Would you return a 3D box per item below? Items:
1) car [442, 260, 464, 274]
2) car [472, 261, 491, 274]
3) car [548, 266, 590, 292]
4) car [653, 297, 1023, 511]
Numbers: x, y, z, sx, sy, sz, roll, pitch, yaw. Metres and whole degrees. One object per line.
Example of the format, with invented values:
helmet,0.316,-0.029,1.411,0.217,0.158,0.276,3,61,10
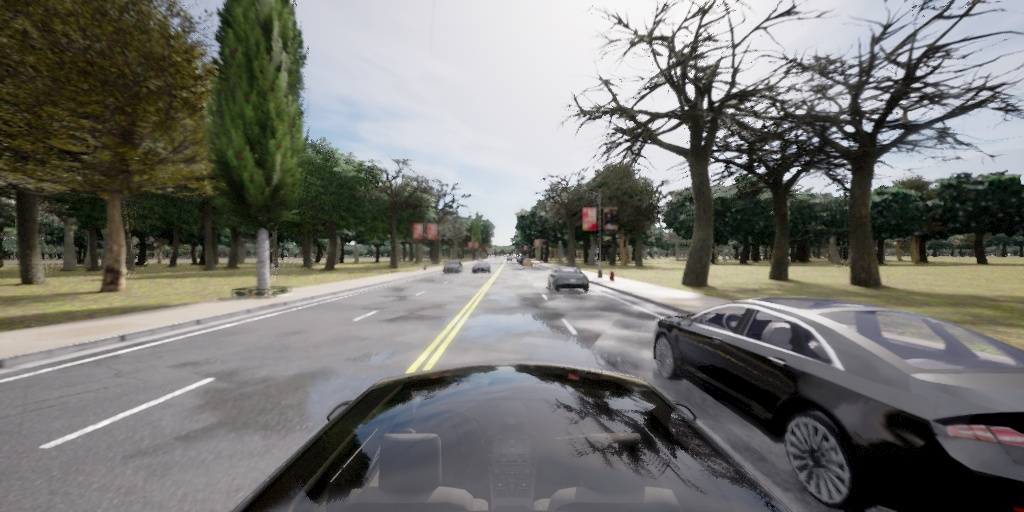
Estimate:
car,-6.677,1.241,40.967,1.837,1.490,4.892,0,0,0
car,-3.421,1.302,41.132,1.994,1.385,4.181,0,0,0
car,3.324,1.310,21.553,1.994,1.385,4.181,0,0,0
car,3.347,1.241,4.294,2.128,1.511,4.902,0,0,0
